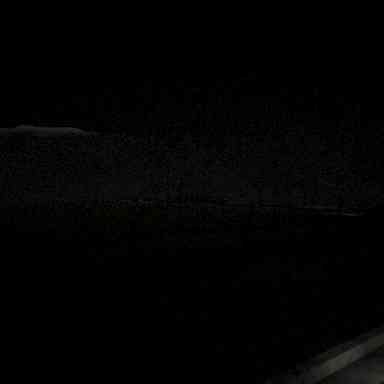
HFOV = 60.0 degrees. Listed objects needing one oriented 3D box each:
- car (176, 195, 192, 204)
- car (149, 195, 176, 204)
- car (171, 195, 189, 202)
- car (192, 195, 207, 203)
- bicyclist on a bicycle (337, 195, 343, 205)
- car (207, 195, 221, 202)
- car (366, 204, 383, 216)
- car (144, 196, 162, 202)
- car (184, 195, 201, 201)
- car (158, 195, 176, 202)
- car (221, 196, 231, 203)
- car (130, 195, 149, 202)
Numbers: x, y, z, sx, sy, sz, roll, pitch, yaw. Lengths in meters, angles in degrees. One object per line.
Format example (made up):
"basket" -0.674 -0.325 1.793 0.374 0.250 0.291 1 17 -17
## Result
"car" -2.674 1.453 63.269 1.837 1.490 4.892 0 0 -35
"car" -5.540 1.432 61.255 1.882 1.535 5.008 0 0 -34
"car" -2.747 1.381 75.499 1.837 1.490 4.892 0 0 -35
"car" 0.195 1.448 65.188 1.837 1.490 4.892 0 0 -35
"bicyclist on a bicycle" 23.074 1.230 51.786 1.656 1.620 0.582 0 0 -35
"car" 3.110 1.443 67.126 1.837 1.490 4.892 0 0 -35
"car" 16.985 1.519 28.042 1.994 1.385 4.181 0 0 -27
"car" -8.500 1.492 71.512 1.895 1.301 4.718 0 0 -35
"car" 0.121 1.429 77.505 1.994 1.385 4.181 0 0 -35
"car" -5.615 1.389 73.493 1.837 1.490 4.892 0 0 -35
"car" 5.958 1.534 69.162 1.895 1.301 4.718 0 0 -35
"car" -11.351 1.402 69.481 1.837 1.490 4.892 0 0 -35
